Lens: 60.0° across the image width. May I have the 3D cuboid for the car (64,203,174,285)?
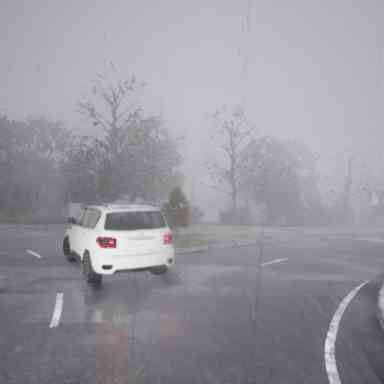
[{"bbox_3d":[-2.488,1.361,10.353,2.150,2.045,5.566,0,-1,-29],"label":"car"}]
